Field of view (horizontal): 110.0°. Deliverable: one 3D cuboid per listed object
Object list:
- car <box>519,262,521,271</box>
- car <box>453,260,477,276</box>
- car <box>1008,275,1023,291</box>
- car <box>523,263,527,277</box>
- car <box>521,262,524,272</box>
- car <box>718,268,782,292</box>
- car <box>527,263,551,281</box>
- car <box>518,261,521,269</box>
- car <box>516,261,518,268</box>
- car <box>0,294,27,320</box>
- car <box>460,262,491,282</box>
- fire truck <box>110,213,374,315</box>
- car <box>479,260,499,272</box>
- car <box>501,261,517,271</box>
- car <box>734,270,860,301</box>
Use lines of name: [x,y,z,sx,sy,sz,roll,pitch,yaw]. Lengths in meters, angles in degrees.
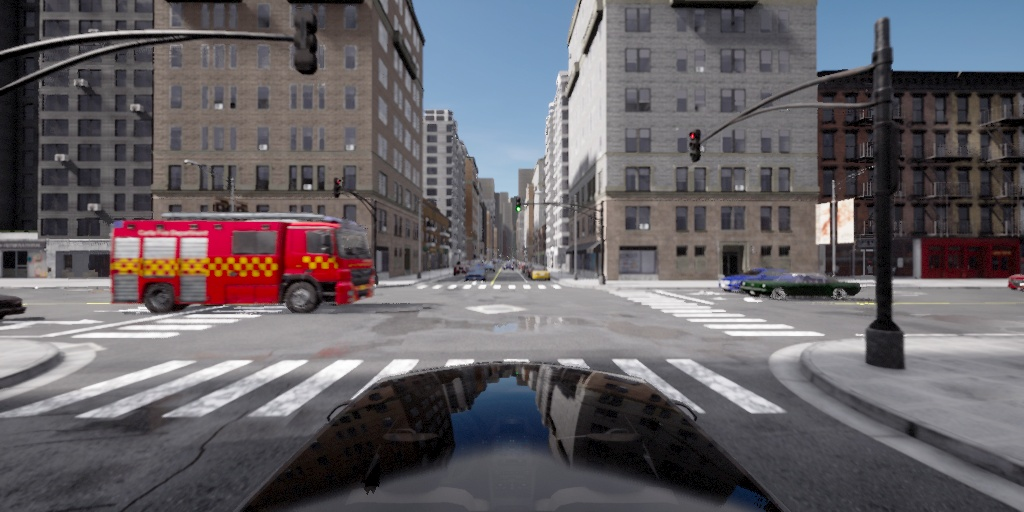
car: [2.417,1.770,50.163,1.948,1.339,4.313,0,0,-1]
car: [-6.031,1.468,44.520,2.192,1.841,5.009,0,0,-1]
car: [32.692,1.392,21.250,5.008,1.535,1.882,0,0,-1]
car: [2.570,1.543,39.112,1.967,1.591,4.097,0,0,-1]
car: [2.494,1.704,44.637,2.007,1.370,4.403,0,0,-1]
car: [14.669,1.448,21.040,4.674,1.442,1.812,0,0,-2]
car: [2.645,1.578,33.757,1.751,1.417,4.829,0,0,-1]
car: [2.341,1.798,55.688,1.888,1.381,4.507,0,0,-1]
car: [2.265,1.852,61.213,2.007,1.370,4.403,0,0,-1]
car: [-18.249,1.368,10.703,5.357,1.411,2.033,0,0,-1]
car: [-3.310,1.601,33.823,2.033,1.411,5.357,0,0,-1]
fire truck: [-10.128,0.210,14.150,8.468,3.827,2.891,0,0,-1]
car: [-3.558,1.803,55.976,2.033,1.411,5.357,0,-1,0]
car: [-0.615,1.916,62.731,1.895,1.301,4.718,0,0,-1]
car: [14.108,1.500,17.787,4.718,1.301,1.895,0,0,-1]
